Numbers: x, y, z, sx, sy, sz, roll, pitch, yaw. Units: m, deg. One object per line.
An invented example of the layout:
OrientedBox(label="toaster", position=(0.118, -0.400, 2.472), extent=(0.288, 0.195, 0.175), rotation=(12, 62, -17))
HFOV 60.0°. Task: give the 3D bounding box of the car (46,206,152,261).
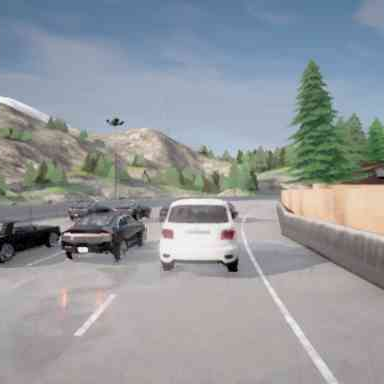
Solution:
OrientedBox(label="car", position=(-3.019, 1.505, 12.323), extent=(2.128, 1.511, 4.902), rotation=(0, 0, 5))

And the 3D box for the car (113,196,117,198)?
OrientedBox(label="car", position=(-16.072, 1.616, 72.326), extent=(2.033, 1.411, 5.357), rotation=(0, 0, 23))

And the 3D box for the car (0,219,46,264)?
OrientedBox(label="car", position=(-6.577, 1.614, 11.896), extent=(1.895, 1.301, 4.718), rotation=(0, 0, 5))

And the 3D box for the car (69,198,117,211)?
OrientedBox(label="car", position=(-8.148, 1.521, 27.063), extent=(2.128, 1.511, 4.902), rotation=(0, 0, 11))

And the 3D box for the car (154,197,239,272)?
OrientedBox(label="car", position=(0.367, 1.235, 11.063), extent=(2.150, 2.045, 5.566), rotation=(0, 0, 5))

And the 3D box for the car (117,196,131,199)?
OrientedBox(label="car", position=(-13.001, 1.599, 70.604), extent=(2.128, 1.511, 4.902), rotation=(0, 0, 23))

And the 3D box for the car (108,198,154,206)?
OrientedBox(label="car", position=(-4.684, 1.520, 26.553), extent=(2.128, 1.511, 4.902), rotation=(0, 0, 11))

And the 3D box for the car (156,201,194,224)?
OrientedBox(label="car", position=(-1.215, 1.533, 26.072), extent=(1.837, 1.490, 4.892), rotation=(0, 0, 11))

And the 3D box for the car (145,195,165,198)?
OrientedBox(label="car", position=(-6.851, 1.424, 67.241), extent=(2.097, 1.767, 4.553), rotation=(0, 0, 24))

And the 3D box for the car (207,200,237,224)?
OrientedBox(label="car", position=(2.478, 1.505, 26.705), extent=(1.882, 1.535, 5.008), rotation=(0, 0, 11))

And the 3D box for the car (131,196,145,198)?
OrientedBox(label="car", position=(-9.941, 1.550, 68.887), extent=(1.882, 1.535, 5.008), rotation=(0, 0, 23))
